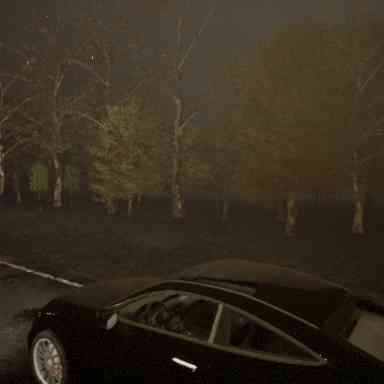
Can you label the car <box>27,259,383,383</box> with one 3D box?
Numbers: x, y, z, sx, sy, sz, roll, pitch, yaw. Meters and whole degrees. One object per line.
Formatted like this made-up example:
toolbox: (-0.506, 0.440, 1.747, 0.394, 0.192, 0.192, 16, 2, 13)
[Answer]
car: (0.222, 1.464, 3.397, 4.674, 1.442, 1.812, 1, 1, 36)
